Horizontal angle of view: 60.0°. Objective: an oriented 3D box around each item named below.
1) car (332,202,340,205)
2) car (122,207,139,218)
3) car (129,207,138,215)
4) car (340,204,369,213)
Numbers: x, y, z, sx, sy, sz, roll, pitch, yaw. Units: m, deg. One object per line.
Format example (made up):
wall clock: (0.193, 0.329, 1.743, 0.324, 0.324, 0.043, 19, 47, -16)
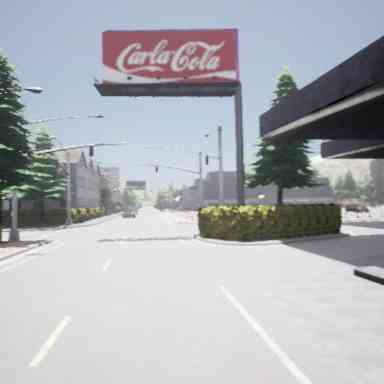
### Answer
car: (31.911, 3.112, 75.895, 1.932, 1.855, 4.605, -1, -2, -8)
car: (-10.684, 3.507, 56.418, 2.097, 1.767, 4.553, -1, -2, -7)
car: (-12.687, 4.101, 72.471, 1.837, 1.490, 4.892, -1, -2, -7)
car: (27.990, 2.747, 56.717, 2.007, 1.523, 4.514, -1, -2, -8)
